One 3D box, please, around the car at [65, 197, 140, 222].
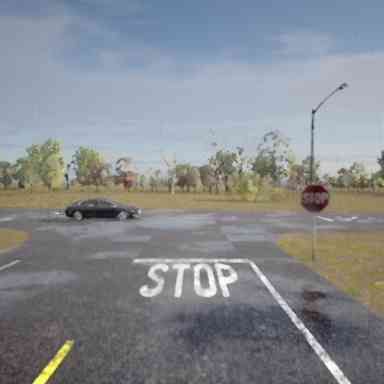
[{"bbox_3d":[-5.908,1.146,22.173,4.892,1.490,1.837,0,1,0],"label":"car"}]
